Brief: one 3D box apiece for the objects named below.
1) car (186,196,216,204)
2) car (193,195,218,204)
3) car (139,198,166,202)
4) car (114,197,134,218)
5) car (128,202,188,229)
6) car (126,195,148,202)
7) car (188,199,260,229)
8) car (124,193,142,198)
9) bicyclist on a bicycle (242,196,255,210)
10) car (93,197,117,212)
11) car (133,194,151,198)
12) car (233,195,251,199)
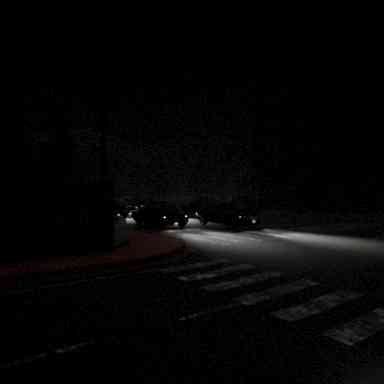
[{"bbox_3d":[0.696,1.414,29.891,1.882,1.535,5.008,0,0,-32],"label":"car"},{"bbox_3d":[2.600,1.405,62.920,1.882,1.535,5.008,0,0,41],"label":"car"},{"bbox_3d":[-2.636,1.502,28.682,1.994,1.385,4.181,0,0,-30],"label":"car"},{"bbox_3d":[-7.149,1.487,29.611,2.033,1.411,5.357,0,0,-26],"label":"car"},{"bbox_3d":[-2.135,1.541,21.369,1.895,1.301,4.718,0,0,-33],"label":"car"},{"bbox_3d":[-6.413,1.442,37.909,1.837,1.490,4.892,0,0,-11],"label":"car"},{"bbox_3d":[2.171,1.430,21.176,2.128,1.511,4.902,0,0,-35],"label":"car"},{"bbox_3d":[-9.575,1.156,54.052,2.150,2.045,5.566,0,0,14],"label":"car"},{"bbox_3d":[6.197,1.233,36.575,1.656,1.620,0.582,0,0,-25],"label":"bicyclist on a bicycle"},{"bbox_3d":[-10.172,1.430,39.255,2.128,1.511,4.902,0,0,-8],"label":"car"},{"bbox_3d":[-6.924,1.426,49.122,2.128,1.511,4.902,0,0,9],"label":"car"},{"bbox_3d":[10.198,1.401,65.080,5.008,1.535,1.882,0,0,-35],"label":"car"}]
